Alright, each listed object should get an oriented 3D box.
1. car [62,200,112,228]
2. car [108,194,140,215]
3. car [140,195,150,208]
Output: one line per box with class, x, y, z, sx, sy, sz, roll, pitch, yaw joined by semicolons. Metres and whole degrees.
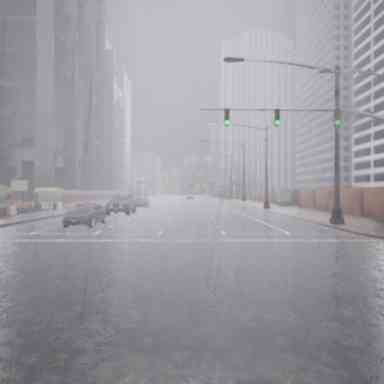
car;-7.112;1.513;22.487;1.837;1.490;4.892;0;0;1
car;-7.099;1.231;33.776;2.150;2.045;5.566;0;0;0
car;-7.081;1.523;47.195;1.837;1.490;4.892;0;0;0
